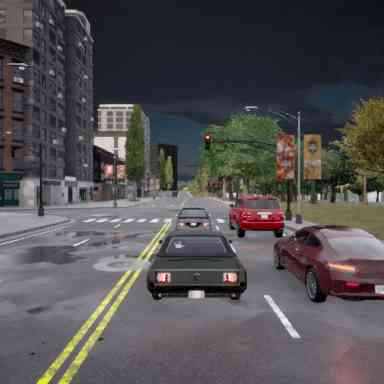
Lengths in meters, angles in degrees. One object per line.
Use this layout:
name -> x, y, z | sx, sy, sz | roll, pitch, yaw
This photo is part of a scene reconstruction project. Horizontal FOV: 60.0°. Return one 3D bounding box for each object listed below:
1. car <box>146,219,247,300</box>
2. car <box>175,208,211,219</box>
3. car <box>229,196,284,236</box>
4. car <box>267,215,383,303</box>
car -> 0.085, 1.599, 8.346 | 1.895, 1.301, 4.718 | 0, 0, 0
car -> 0.068, 1.543, 17.938 | 2.033, 1.411, 5.357 | 0, 0, 0
car -> 3.317, 1.217, 17.898 | 2.150, 2.045, 5.566 | 0, 0, 0
car -> 3.338, 1.524, 8.085 | 1.812, 1.442, 4.674 | 0, 0, 0
